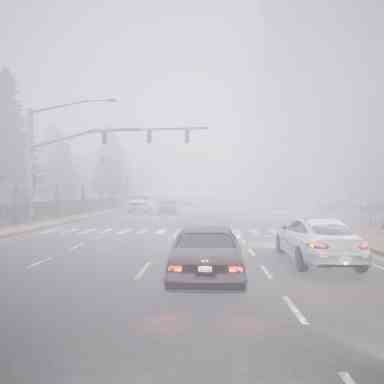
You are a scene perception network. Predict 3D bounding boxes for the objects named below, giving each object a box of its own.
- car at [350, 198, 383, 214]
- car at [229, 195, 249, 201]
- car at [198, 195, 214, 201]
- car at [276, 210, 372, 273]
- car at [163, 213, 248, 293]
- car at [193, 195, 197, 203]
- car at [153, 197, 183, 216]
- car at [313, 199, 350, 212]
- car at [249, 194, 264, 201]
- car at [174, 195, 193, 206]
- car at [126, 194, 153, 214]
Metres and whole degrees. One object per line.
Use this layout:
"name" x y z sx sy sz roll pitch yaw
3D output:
"car" 20.162 1.407 35.994 4.553 1.767 2.097 0 0 2
"car" 11.994 1.525 88.171 4.902 1.511 2.128 0 0 -44
"car" 4.076 1.500 83.825 1.837 1.490 4.892 0 0 28
"car" 3.963 1.526 10.614 1.812 1.442 4.674 0 0 3
"car" 0.380 1.547 8.988 2.033 1.411 5.357 0 0 3
"car" -0.599 1.478 69.417 1.882 1.535 5.008 0 0 5
"car" -2.275 1.516 32.685 1.837 1.490 4.892 0 0 2
"car" 16.997 1.547 39.615 4.902 1.511 2.128 0 0 3
"car" 17.008 1.540 87.807 5.357 1.411 2.033 0 0 -35
"car" -1.386 1.491 53.894 2.128 1.511 4.902 0 0 2
"car" -5.616 1.225 36.602 2.150 2.045 5.566 0 0 2
